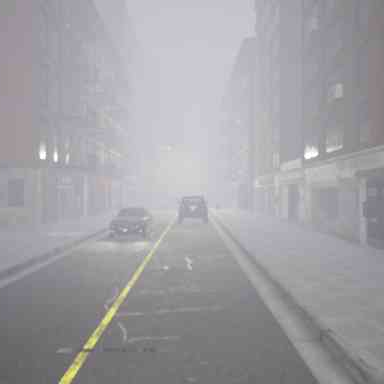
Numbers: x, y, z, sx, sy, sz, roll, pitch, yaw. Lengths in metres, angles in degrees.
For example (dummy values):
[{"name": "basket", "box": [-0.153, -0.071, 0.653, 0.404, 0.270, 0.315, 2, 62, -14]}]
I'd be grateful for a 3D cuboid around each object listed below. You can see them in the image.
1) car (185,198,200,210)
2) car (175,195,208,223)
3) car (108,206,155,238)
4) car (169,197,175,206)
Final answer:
[{"name": "car", "box": [0.063, 1.574, 45.948, 1.882, 1.535, 5.008, 0, 0, 0]}, {"name": "car", "box": [0.083, 1.266, 25.764, 2.150, 2.045, 5.566, 0, 0, 0]}, {"name": "car", "box": [-3.112, 1.531, 17.814, 1.837, 1.490, 4.892, 0, 0, 0]}, {"name": "car", "box": [-3.075, 1.641, 60.032, 1.837, 1.490, 4.892, 0, 0, 1]}]
